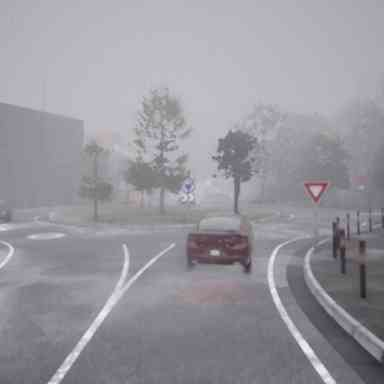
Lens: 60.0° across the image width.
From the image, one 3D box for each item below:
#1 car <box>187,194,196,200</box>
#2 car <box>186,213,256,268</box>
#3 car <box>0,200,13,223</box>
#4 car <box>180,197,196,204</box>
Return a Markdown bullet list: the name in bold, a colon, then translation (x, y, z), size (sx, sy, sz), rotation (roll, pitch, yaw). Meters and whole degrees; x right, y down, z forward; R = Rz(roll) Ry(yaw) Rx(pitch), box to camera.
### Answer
- **car**: translation (-0.067, 1.115, 80.685), size (2.033, 1.411, 5.357), rotation (0, 0, 1)
- **car**: translation (1.098, 1.440, 11.331), size (1.882, 1.535, 5.008), rotation (0, 1, 11)
- **car**: translation (-13.966, 1.339, 23.724), size (1.837, 1.490, 4.892), rotation (-2, 2, -24)
- **car**: translation (-0.750, 1.247, 51.388), size (1.895, 1.301, 4.718), rotation (0, 0, -9)
